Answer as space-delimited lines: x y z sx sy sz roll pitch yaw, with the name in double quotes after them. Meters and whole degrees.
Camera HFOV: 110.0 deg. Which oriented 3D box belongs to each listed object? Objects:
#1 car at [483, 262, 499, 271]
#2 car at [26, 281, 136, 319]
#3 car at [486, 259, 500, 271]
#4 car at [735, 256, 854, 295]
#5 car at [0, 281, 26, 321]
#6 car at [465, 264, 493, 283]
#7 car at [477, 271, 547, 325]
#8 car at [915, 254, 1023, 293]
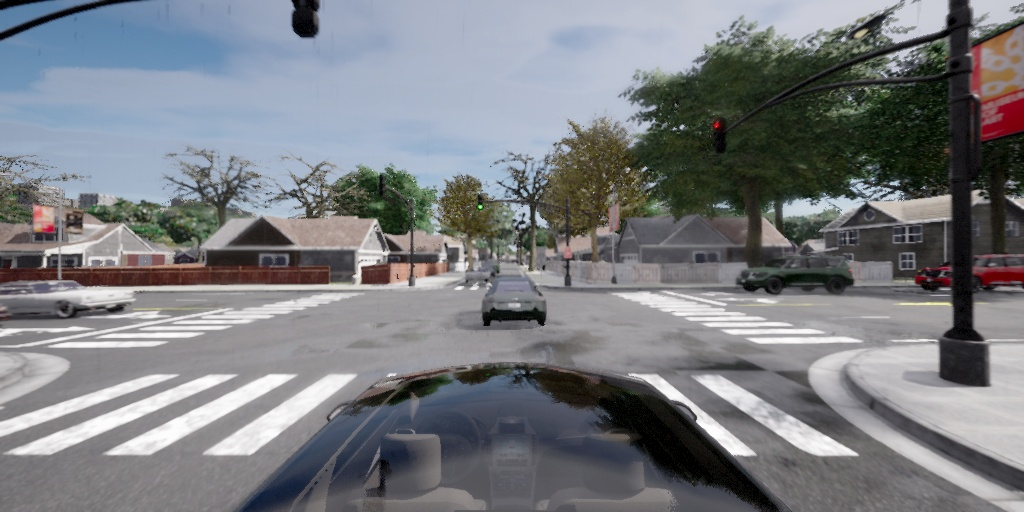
-2.897 1.704 41.576 1.994 1.385 4.181 0 -1 0 "car"
-17.151 1.570 13.295 4.718 1.301 1.895 0 0 -2 "car"
-2.884 1.468 52.098 2.150 2.045 5.566 0 -1 0 "car"
15.551 1.015 19.872 5.566 2.045 2.150 0 0 0 "car"
-17.772 1.493 10.047 5.357 1.411 2.033 0 0 0 "car"
-2.976 1.640 31.532 1.895 1.301 4.718 0 -1 0 "car"
0.044 1.401 12.270 1.994 1.385 4.181 0 -1 -1 "car"
25.918 0.944 19.825 5.566 2.045 2.150 0 0 0 "car"
